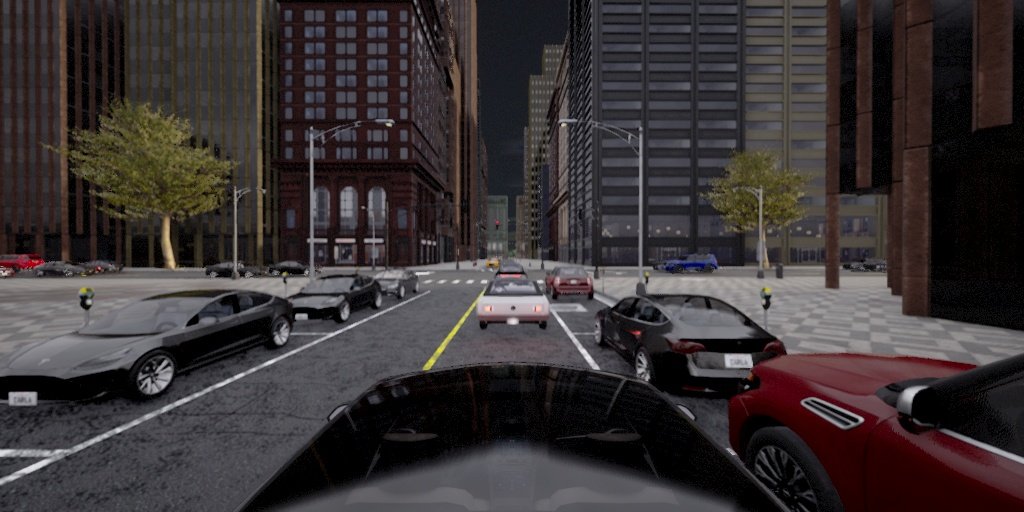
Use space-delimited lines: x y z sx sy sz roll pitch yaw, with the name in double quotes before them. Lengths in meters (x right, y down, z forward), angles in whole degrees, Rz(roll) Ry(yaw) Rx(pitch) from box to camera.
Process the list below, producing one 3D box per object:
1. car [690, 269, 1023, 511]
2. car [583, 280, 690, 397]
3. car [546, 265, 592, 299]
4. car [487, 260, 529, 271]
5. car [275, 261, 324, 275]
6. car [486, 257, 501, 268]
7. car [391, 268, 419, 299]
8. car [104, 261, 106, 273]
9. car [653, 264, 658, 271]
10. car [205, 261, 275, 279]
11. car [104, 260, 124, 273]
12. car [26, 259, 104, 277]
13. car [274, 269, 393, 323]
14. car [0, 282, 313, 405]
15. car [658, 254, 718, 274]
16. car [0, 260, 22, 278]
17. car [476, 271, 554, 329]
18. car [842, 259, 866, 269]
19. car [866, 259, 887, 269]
"car" 2.767 1.067 0.801 2.192 1.841 5.009 0 0 0
"car" 2.750 1.306 6.438 1.948 1.339 4.313 0 0 0
"car" 2.716 1.158 17.710 1.967 1.591 4.097 0 0 0
"car" -0.054 1.205 20.341 2.128 1.511 4.902 0 0 0
"car" -21.467 1.222 35.714 5.008 1.535 1.882 0 0 0
"car" -3.234 1.135 59.122 1.882 1.535 5.008 0 0 0
"car" -5.810 1.268 17.682 2.007 1.370 4.403 0 0 0
"car" -47.865 1.396 38.976 4.718 1.301 1.895 0 0 0
"car" 19.033 1.163 42.625 4.181 1.385 1.994 0 0 0
"car" -24.778 1.253 32.447 5.008 1.535 1.882 0 0 0
"car" -48.722 1.268 42.205 4.902 1.511 2.128 0 0 1
"car" -44.343 1.315 35.628 4.892 1.490 1.837 -1 0 0
"car" -5.792 1.295 12.045 1.948 1.339 4.313 0 0 0
"car" -5.775 1.306 6.409 1.948 1.339 4.313 0 0 0
"car" 19.544 0.842 39.377 5.566 2.045 2.150 0 0 0
"car" -48.055 1.367 32.387 4.674 1.442 1.812 0 0 0
"car" 0.037 1.332 11.132 1.895 1.301 4.718 0 0 0
"car" 42.289 1.060 42.709 4.892 1.490 1.837 1 0 0
"car" 42.785 1.068 39.459 4.902 1.511 2.128 0 0 0
